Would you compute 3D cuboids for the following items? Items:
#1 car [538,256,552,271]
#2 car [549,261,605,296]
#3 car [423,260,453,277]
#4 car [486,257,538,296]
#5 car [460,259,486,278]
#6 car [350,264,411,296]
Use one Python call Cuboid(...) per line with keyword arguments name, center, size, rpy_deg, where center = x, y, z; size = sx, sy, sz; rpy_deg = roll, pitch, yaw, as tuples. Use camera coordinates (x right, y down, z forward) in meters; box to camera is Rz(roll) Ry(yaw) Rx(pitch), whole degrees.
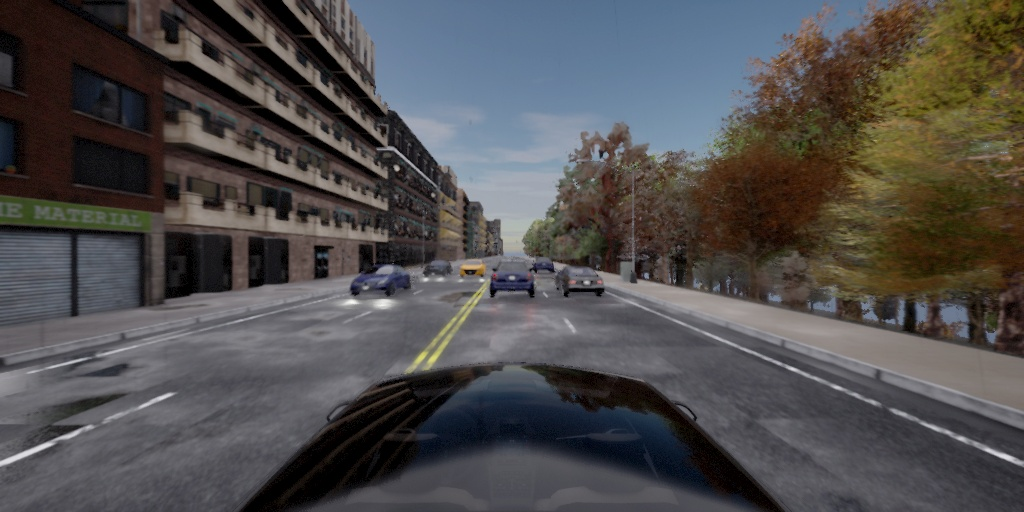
Cuboid(name="car", center=(3.332, 0.832, 39.246), size=(2.097, 1.767, 4.553), rpy_deg=(0, 0, 0))
Cuboid(name="car", center=(3.269, 1.180, 18.142), size=(2.033, 1.411, 5.357), rpy_deg=(0, 0, 0))
Cuboid(name="car", center=(-6.513, 1.079, 32.304), size=(2.033, 1.411, 5.357), rpy_deg=(0, 0, 0))
Cuboid(name="car", center=(0.021, 0.982, 18.317), size=(2.097, 1.767, 4.553), rpy_deg=(0, 0, 0))
Cuboid(name="car", center=(-3.278, 1.018, 30.902), size=(1.882, 1.535, 5.008), rpy_deg=(0, 0, 1))
Cuboid(name="car", center=(-6.531, 1.156, 18.384), size=(1.812, 1.442, 4.674), rpy_deg=(0, 0, 0))
